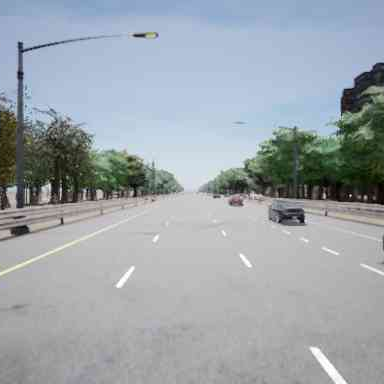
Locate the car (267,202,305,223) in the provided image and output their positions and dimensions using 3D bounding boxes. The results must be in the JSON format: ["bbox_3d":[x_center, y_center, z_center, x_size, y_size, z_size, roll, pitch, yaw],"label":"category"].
[{"bbox_3d":[7.023,1.501,25.083,1.837,1.490,4.892,0,0,0],"label":"car"}]

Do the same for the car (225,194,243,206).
[{"bbox_3d":[7.114,1.339,55.369,2.097,1.767,4.553,0,0,0],"label":"car"}]

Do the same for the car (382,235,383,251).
[{"bbox_3d":[7.000,1.221,7.984,2.150,2.045,5.566,0,0,0],"label":"car"}]
